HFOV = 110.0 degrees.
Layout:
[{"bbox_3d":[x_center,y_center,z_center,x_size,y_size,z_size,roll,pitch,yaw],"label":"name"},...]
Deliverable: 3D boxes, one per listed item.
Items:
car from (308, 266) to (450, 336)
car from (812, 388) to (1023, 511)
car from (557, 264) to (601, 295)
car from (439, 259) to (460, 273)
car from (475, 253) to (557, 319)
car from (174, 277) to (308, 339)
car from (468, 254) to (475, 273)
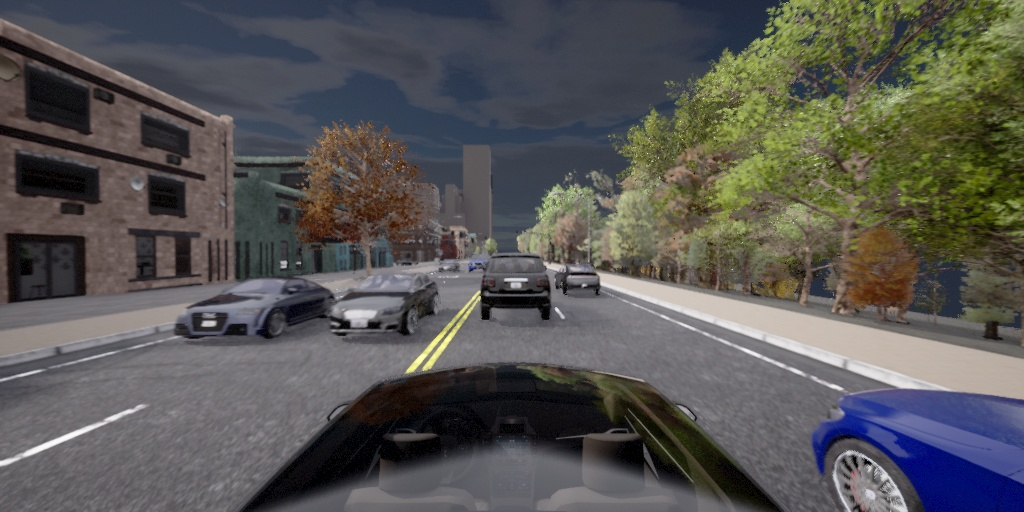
[{"bbox_3d":[-3.352,1.201,10.310,2.128,1.511,4.902,0,0,0],"label":"car"},{"bbox_3d":[3.350,1.279,0.930,1.812,1.442,4.674,0,0,0],"label":"car"},{"bbox_3d":[3.347,1.159,19.038,2.128,1.511,4.902,0,0,0],"label":"car"},{"bbox_3d":[-6.824,1.063,39.496,2.128,1.511,4.902,0,0,-1],"label":"car"},{"bbox_3d":[0.101,0.917,12.708,2.150,2.045,5.566,0,0,0],"label":"car"},{"bbox_3d":[-6.601,1.276,9.809,1.994,1.385,4.181,0,0,0],"label":"car"},{"bbox_3d":[-3.589,0.791,40.002,2.150,2.045,5.566,0,0,-1],"label":"car"}]
